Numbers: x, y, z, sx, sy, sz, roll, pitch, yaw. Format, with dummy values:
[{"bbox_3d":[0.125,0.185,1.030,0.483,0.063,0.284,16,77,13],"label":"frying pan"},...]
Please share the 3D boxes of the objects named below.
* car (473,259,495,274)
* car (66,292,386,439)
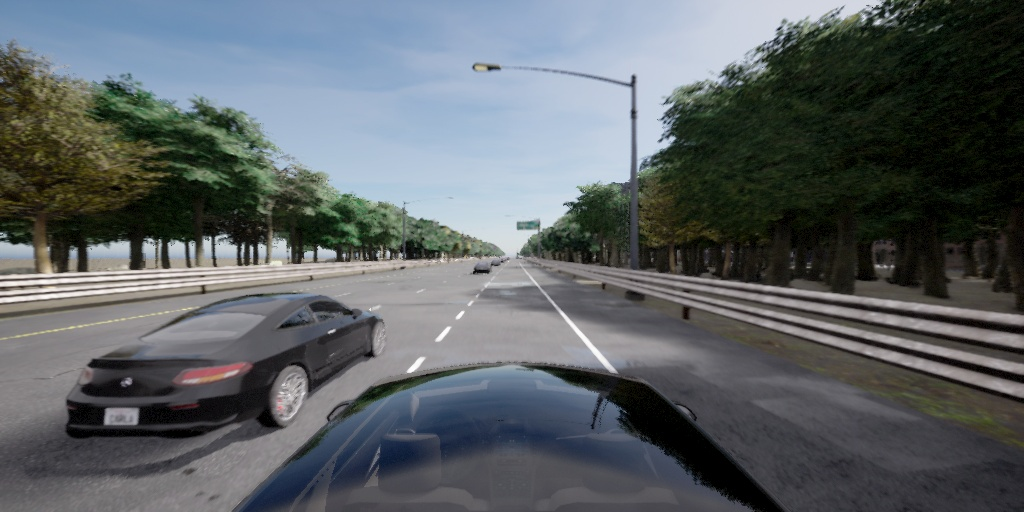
[{"bbox_3d":[-3.440,1.344,42.670,1.994,1.385,4.181,0,0,0],"label":"car"},{"bbox_3d":[-3.502,1.276,5.518,1.812,1.442,4.674,0,0,0],"label":"car"}]
